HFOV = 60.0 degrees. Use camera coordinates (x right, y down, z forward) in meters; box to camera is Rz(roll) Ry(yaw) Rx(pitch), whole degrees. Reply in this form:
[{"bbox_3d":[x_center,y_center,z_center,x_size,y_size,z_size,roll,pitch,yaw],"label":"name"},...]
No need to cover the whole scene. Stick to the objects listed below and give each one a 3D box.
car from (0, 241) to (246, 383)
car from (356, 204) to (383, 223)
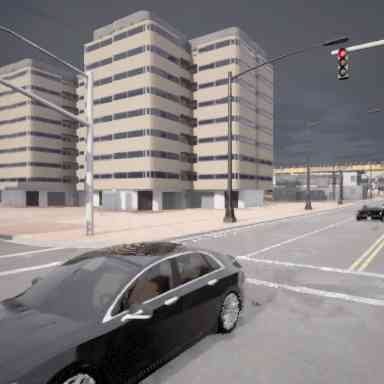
[{"bbox_3d":[-0.931,1.548,4.641,1.837,1.490,4.892,0,0,35],"label":"car"},{"bbox_3d":[13.998,1.601,25.726,1.895,1.301,4.718,0,0,35],"label":"car"}]
